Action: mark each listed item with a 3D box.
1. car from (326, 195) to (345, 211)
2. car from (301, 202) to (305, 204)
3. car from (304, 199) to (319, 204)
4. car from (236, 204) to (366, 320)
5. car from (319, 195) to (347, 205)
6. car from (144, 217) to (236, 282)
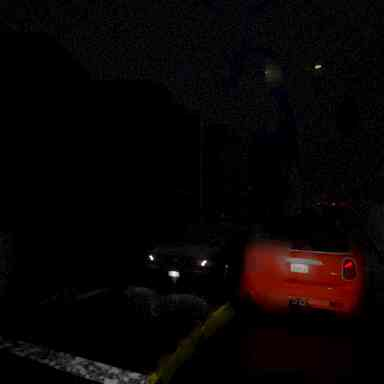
[{"bbox_3d":[19.214,1.391,44.500,2.150,2.045,5.566,1,0,24],"label":"car"},{"bbox_3d":[6.198,1.527,22.412,1.994,1.385,4.181,1,0,24],"label":"car"},{"bbox_3d":[14.599,1.630,40.934,1.837,1.490,4.892,1,0,24],"label":"car"},{"bbox_3d":[2.734,1.335,7.711,2.097,1.767,4.553,1,0,24],"label":"car"},{"bbox_3d":[14.971,1.314,34.926,2.150,2.045,5.566,1,0,25],"label":"car"},{"bbox_3d":[0.676,1.497,10.097,2.033,1.411,5.357,1,0,24],"label":"car"}]
